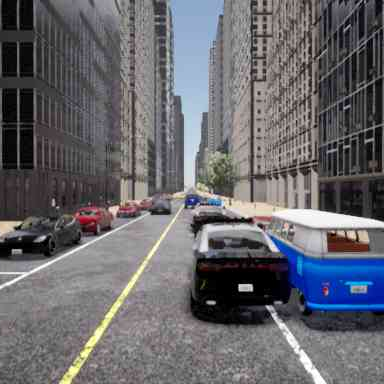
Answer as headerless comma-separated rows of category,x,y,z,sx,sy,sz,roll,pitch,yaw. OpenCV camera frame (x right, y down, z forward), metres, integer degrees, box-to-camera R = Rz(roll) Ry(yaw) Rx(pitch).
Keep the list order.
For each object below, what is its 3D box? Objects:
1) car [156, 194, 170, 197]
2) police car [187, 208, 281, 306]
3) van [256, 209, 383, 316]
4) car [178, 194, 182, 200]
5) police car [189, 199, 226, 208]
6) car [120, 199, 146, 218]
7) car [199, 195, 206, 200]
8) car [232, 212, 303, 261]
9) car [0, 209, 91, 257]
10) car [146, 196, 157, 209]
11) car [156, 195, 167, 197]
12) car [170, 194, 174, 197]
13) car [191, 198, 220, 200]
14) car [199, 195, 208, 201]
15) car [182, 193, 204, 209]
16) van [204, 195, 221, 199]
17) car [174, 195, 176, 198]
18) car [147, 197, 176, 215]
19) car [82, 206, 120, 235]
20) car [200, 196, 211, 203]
car,-5.578,1.267,58.524,2.192,1.841,5.009,0,0,0
police car,0.917,1.421,8.233,1.930,1.638,5.238,0,0,0
van,2.701,1.338,7.235,1.690,1.788,3.998,0,0,0
car,-2.821,1.375,90.994,1.882,1.535,5.008,0,0,0
police car,0.936,1.417,18.233,1.930,1.638,5.238,0,0,0
car,-5.634,1.566,30.040,1.802,1.307,4.206,0,0,0
car,2.870,1.445,92.690,2.008,1.369,4.403,0,0,0
car,2.713,1.576,12.931,1.802,1.307,4.206,0,0,0
car,-5.668,1.560,12.948,1.947,1.339,4.313,0,0,0
car,-5.612,1.555,41.434,1.802,1.307,4.206,0,0,0
car,-5.589,1.526,52.827,1.947,1.339,4.313,0,0,0
car,-5.556,1.250,69.918,2.192,1.841,5.009,0,0,0
car,0.948,1.443,24.313,1.801,1.575,5.366,0,0,0
car,2.847,1.467,81.296,2.008,1.369,4.403,0,0,0
car,0.093,1.191,44.894,2.150,2.045,5.566,0,0,0
van,2.768,1.314,41.417,1.690,1.788,3.998,0,0,0
car,-5.533,1.498,81.314,1.802,1.307,4.206,0,0,0
car,-3.032,1.545,33.560,1.994,1.385,4.181,0,0,0
car,-5.656,1.536,18.646,1.887,1.381,4.507,0,0,0
car,2.825,1.486,69.901,2.008,1.369,4.403,0,0,0
